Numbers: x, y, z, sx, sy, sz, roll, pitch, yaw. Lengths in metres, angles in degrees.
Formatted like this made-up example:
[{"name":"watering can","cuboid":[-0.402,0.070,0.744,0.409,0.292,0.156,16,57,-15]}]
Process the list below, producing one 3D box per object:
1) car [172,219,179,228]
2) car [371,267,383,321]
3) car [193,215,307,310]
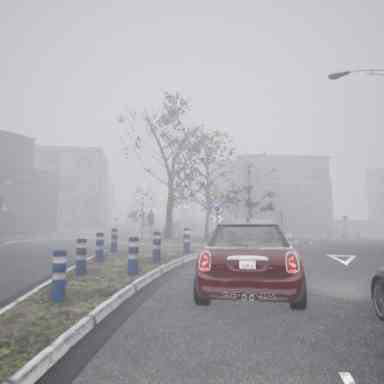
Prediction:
[{"name":"car","cuboid":[-3.629,6.080,64.944,1.837,1.490,4.892,1,0,-8]},{"name":"car","cuboid":[3.915,1.481,4.058,1.812,1.442,4.674,-1,1,7]},{"name":"car","cuboid":[1.403,1.386,8.064,2.097,1.767,4.553,-1,-2,11]}]
